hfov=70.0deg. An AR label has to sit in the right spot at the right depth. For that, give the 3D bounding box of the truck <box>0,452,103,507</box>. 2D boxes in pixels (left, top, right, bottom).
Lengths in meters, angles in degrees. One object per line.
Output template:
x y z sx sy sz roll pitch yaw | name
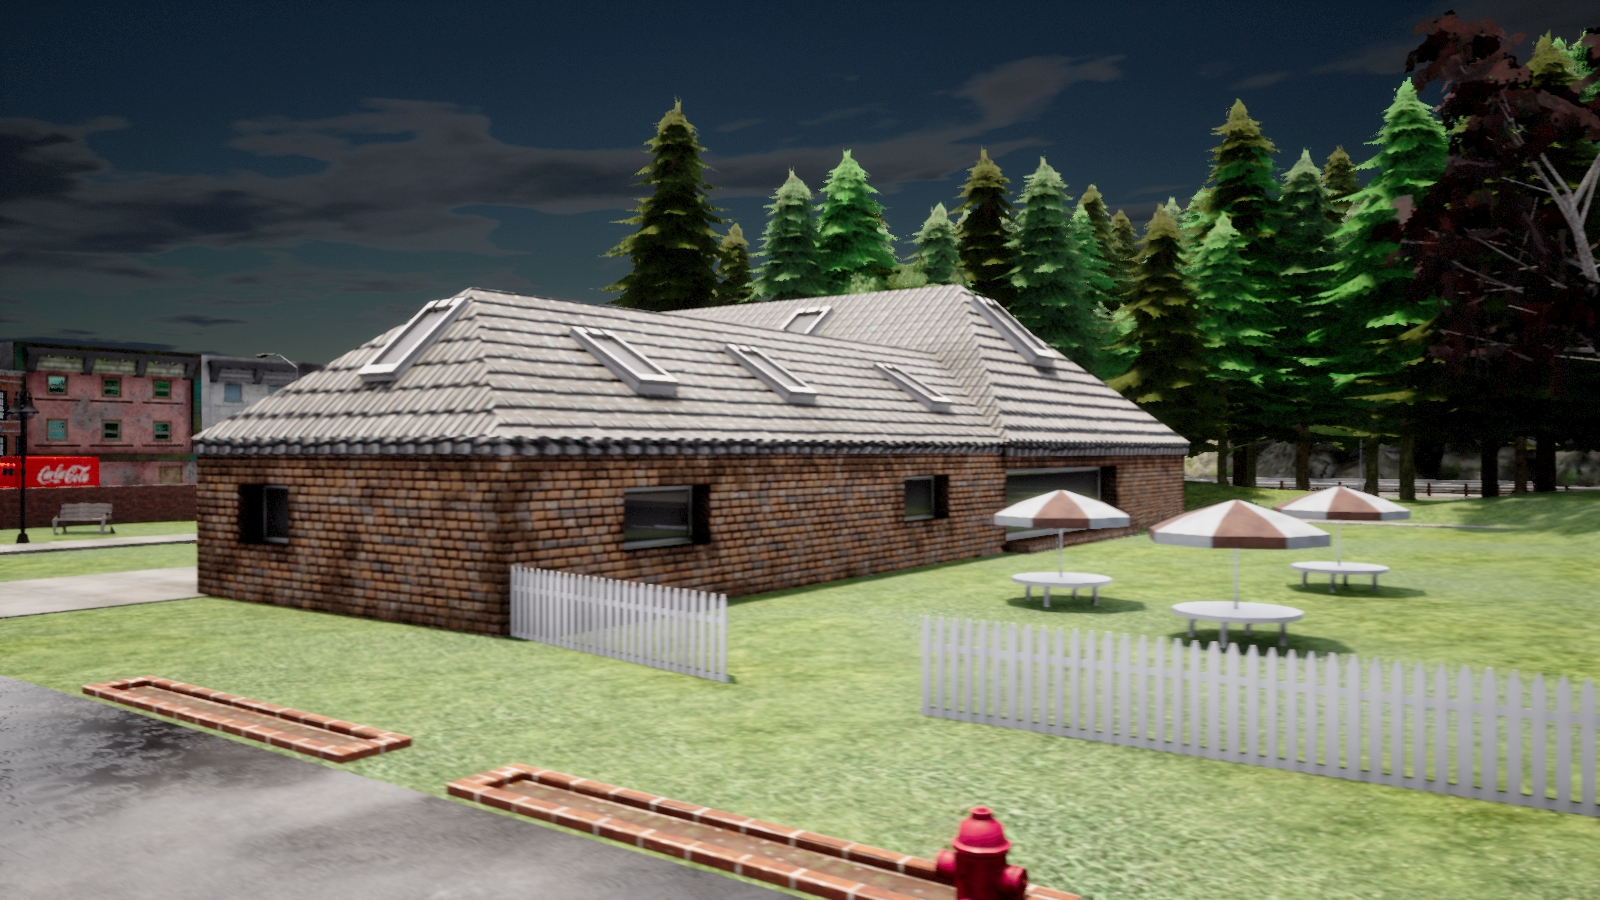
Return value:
-36.021 1.321 53.440 2.627 2.467 5.204 0 0 35 | truck
